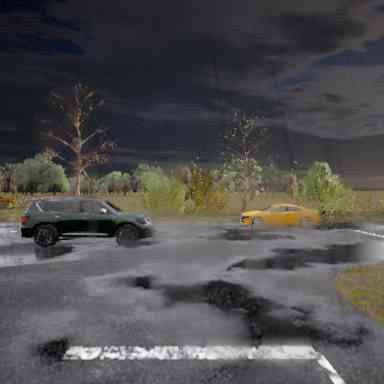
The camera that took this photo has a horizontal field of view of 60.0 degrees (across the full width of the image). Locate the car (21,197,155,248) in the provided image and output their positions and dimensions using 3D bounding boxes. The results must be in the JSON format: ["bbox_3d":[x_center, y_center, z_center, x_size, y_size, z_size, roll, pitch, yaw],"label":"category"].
[{"bbox_3d":[-4.431,1.242,14.546,5.566,2.045,2.150,0,0,-1],"label":"car"}]

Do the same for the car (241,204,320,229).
[{"bbox_3d":[5.725,1.544,21.820,5.008,1.535,1.882,0,0,-2],"label":"car"}]
